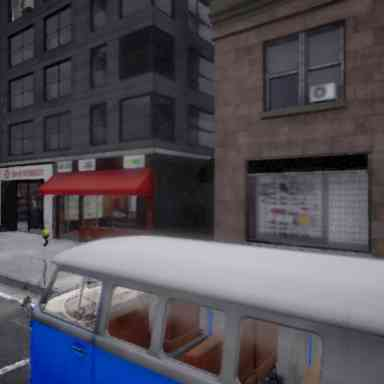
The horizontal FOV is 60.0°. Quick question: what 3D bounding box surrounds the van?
[{"bbox_3d":[0.343,1.341,2.566,3.998,1.788,1.690,0,0,35],"label":"van"}]
